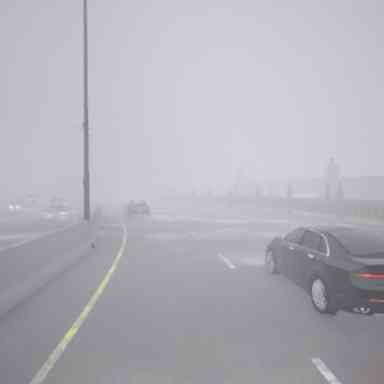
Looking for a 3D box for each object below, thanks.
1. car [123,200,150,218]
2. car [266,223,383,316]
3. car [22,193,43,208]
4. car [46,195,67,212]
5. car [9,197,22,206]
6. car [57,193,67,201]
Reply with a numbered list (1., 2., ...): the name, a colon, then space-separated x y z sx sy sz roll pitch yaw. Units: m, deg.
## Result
1. car: -5.049 1.435 30.078 2.128 1.511 4.902 0 0 -18
2. car: 3.102 1.468 7.481 1.837 1.490 4.892 0 0 -4
3. car: -23.752 1.247 50.131 2.150 2.045 5.566 -1 0 -20
4. car: -15.637 1.351 38.479 2.097 1.767 4.553 -1 0 -21
5. car: -30.171 1.554 57.318 2.128 1.511 4.902 -1 0 -20
6. car: -30.541 1.287 78.094 2.097 1.767 4.553 -1 -2 -21
